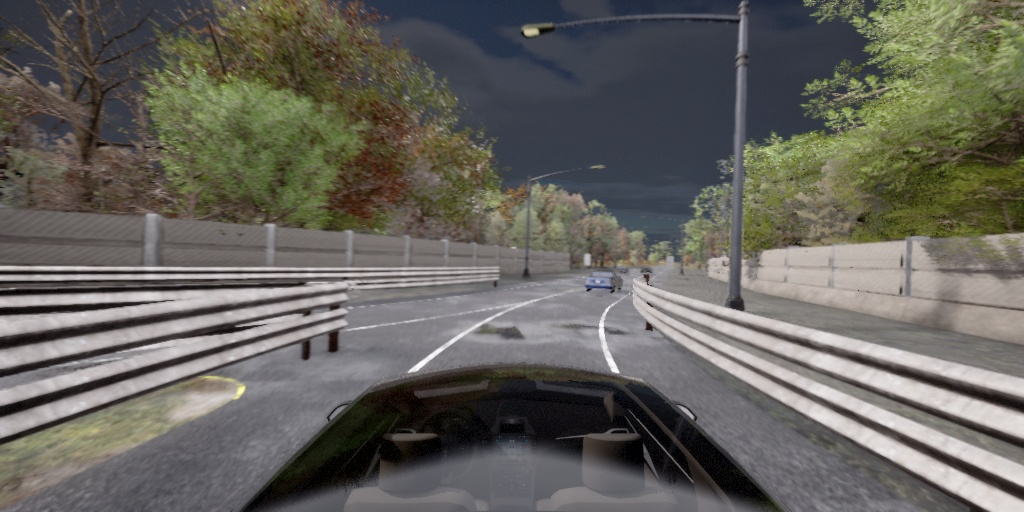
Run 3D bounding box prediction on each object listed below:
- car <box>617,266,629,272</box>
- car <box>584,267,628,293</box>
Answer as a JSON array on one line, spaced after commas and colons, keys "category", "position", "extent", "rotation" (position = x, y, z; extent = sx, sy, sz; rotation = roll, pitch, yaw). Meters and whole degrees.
[{"category": "car", "position": [18.090, 2.298, 59.130], "extent": [2.033, 1.411, 5.357], "rotation": [2, 0, 25]}, {"category": "car", "position": [6.253, 1.662, 24.140], "extent": [2.033, 1.411, 5.357], "rotation": [2, 0, 24]}]
